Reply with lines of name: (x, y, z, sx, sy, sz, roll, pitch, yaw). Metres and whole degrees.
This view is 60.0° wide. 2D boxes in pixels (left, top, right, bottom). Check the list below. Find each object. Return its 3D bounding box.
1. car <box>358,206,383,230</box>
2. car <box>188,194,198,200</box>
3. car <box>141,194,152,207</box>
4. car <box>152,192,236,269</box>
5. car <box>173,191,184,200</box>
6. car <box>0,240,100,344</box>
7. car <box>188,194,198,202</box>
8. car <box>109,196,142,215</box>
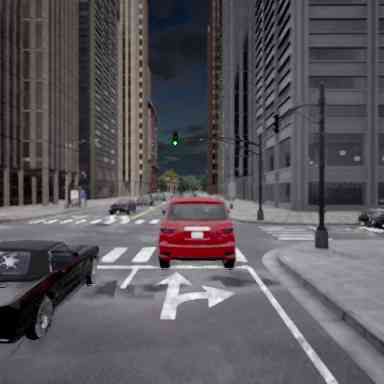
car: (12.163, 1.262, 19.319, 4.553, 1.767, 2.097, 0, 0, 1)
car: (0.270, 1.089, 74.123, 2.033, 1.411, 5.357, 0, 0, 0)
car: (-6.414, 1.109, 46.115, 2.097, 1.767, 4.553, 0, 0, 0)
car: (0.142, 1.164, 11.113, 2.150, 2.045, 5.566, 0, 0, 0)
car: (-2.979, 0.773, 74.128, 2.150, 2.045, 5.566, 0, 0, 0)
car: (-3.186, 1.568, 6.376, 1.895, 1.301, 4.718, 0, 0, -2)
car: (0.233, 1.172, 63.903, 1.837, 1.490, 4.892, 0, 0, 0)
car: (-6.479, 1.378, 31.905, 2.033, 1.411, 5.357, 0, 0, 1)
